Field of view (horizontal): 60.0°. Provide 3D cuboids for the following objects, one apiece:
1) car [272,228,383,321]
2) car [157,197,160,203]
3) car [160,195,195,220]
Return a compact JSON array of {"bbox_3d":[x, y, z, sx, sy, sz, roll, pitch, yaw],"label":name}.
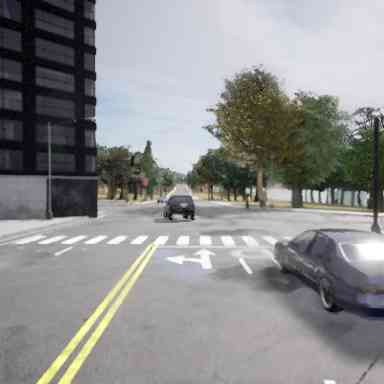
[{"bbox_3d":[3.367,1.544,7.607,2.033,1.411,5.357,0,0,-1],"label":"car"},{"bbox_3d":[-7.556,1.972,81.290,1.882,1.535,5.008,0,-1,-2],"label":"car"},{"bbox_3d":[-1.181,1.372,29.107,2.150,2.045,5.566,3,-4,-11],"label":"car"}]
